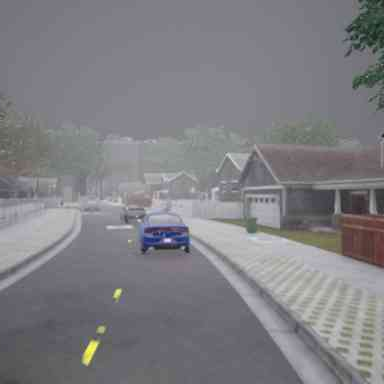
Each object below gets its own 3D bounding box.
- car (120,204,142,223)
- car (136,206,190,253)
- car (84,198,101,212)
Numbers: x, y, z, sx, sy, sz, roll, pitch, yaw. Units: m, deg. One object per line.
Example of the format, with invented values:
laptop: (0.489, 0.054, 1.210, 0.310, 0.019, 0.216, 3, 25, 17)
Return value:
car: (-5.058, 1.755, 28.445, 2.128, 1.511, 4.902, 0, 0, -18)
car: (-1.327, 1.614, 14.452, 1.882, 1.535, 5.008, 0, 0, -10)
car: (-13.594, 1.936, 45.236, 1.812, 1.442, 4.674, 0, -1, -18)
